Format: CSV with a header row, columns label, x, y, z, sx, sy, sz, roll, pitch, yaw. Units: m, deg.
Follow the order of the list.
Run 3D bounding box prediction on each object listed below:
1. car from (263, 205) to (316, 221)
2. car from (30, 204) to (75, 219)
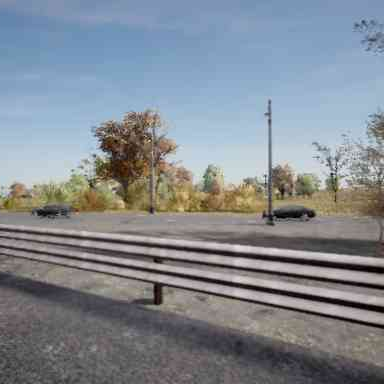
label,x,y,z,sx,sy,sz,roll,pitch,yaw
car,9.516,1.996,32.778,5.008,1.535,1.882,0,0,10
car,-15.644,2.089,37.306,4.892,1.490,1.837,0,0,10
